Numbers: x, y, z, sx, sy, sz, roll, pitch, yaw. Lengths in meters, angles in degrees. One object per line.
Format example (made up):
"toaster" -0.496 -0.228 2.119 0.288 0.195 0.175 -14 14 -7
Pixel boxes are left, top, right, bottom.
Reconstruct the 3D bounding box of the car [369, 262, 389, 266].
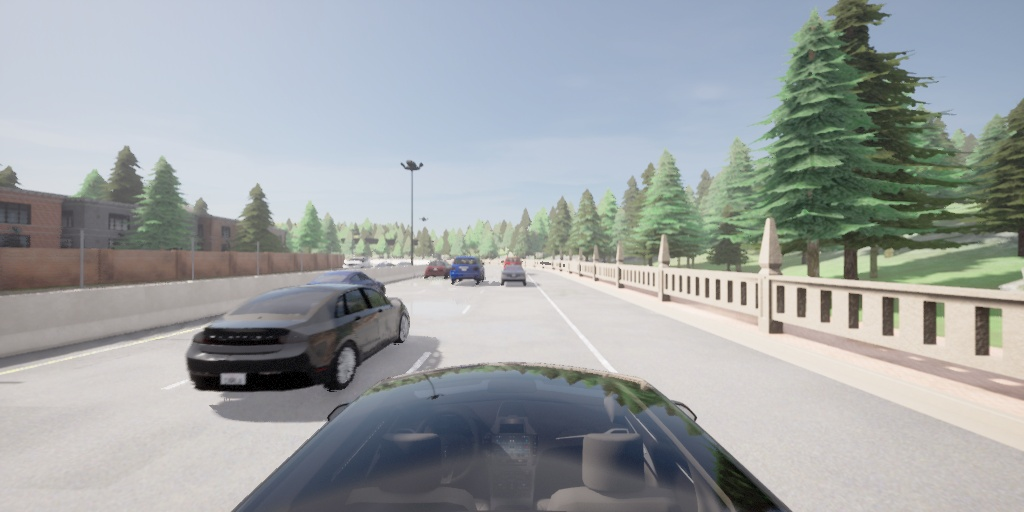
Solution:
"car" -17.909 1.504 50.612 2.033 1.411 5.357 0 0 -4

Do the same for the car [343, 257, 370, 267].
"car" -21.354 1.176 49.654 2.150 2.045 5.566 0 -1 -4

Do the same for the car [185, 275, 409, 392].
"car" -3.396 1.275 6.794 1.837 1.490 4.892 0 -1 0

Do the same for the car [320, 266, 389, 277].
"car" -6.892 1.331 14.977 1.812 1.442 4.674 0 0 0

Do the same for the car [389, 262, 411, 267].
"car" -14.253 1.467 47.218 1.812 1.442 4.674 0 0 -2

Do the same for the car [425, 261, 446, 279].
"car" -6.877 1.241 34.328 2.097 1.767 4.553 0 0 0

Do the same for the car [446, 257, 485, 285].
"car" -3.382 1.082 27.992 2.150 2.045 5.566 0 0 0

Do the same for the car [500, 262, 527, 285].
"car" 0.116 1.404 26.893 2.033 1.411 5.357 0 0 0

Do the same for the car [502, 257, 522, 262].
"car" 0.058 1.145 43.102 2.150 2.045 5.566 0 0 -1
